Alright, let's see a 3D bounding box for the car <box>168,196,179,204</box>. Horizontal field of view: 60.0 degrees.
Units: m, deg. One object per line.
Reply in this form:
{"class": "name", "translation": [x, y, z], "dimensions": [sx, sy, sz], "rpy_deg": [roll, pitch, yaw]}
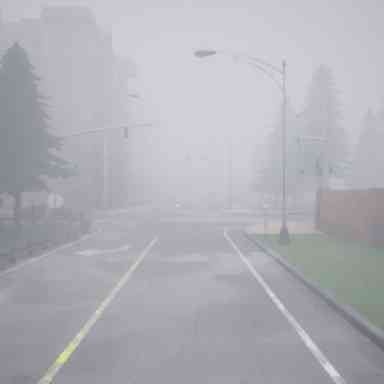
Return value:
{"class": "car", "translation": [-3.490, 1.512, 62.282], "dimensions": [1.882, 1.535, 5.008], "rpy_deg": [0, 0, 0]}

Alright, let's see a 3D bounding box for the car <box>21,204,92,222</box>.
{"class": "car", "translation": [-10.627, 1.590, 25.868], "dimensions": [5.357, 1.411, 2.033], "rpy_deg": [0, 0, -1]}
